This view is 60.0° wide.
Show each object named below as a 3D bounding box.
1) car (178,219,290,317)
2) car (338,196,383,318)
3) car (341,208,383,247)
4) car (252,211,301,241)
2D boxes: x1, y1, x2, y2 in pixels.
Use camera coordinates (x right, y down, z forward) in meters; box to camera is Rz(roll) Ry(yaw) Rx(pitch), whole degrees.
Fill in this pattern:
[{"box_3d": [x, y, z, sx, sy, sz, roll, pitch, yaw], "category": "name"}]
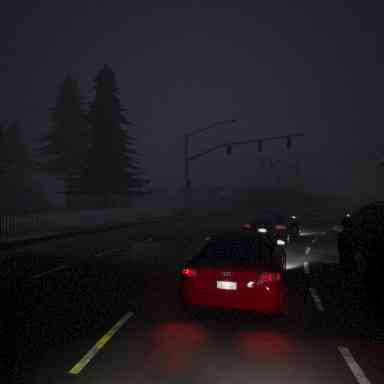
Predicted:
[{"box_3d": [1.130, 1.564, 7.620, 1.994, 1.385, 4.181, 0, 0, 15], "category": "car"}, {"box_3d": [4.707, 1.221, 7.259, 2.150, 2.045, 5.566, 0, 0, 15], "category": "car"}, {"box_3d": [8.371, 1.564, 15.849, 1.994, 1.385, 4.181, 0, 0, 28], "category": "car"}, {"box_3d": [3.792, 1.564, 15.589, 1.994, 1.385, 4.181, 0, 0, 26], "category": "car"}]
